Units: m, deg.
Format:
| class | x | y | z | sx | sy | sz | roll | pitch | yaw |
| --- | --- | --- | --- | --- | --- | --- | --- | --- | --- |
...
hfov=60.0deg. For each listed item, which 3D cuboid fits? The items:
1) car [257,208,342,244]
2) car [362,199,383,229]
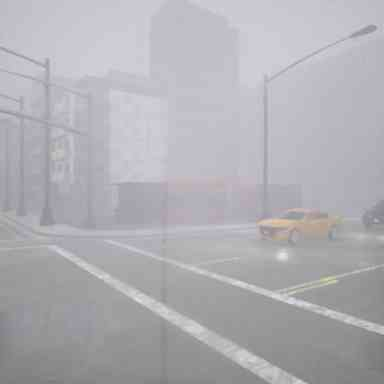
| class | x | y | z | sx | sy | sz | roll | pitch | yaw |
| --- | --- | --- | --- | --- | --- | --- | --- | --- | --- |
| car | 5.385 | 1.581 | 16.426 | 5.008 | 1.535 | 1.882 | 1 | 0 | -35 |
| car | 13.717 | 1.463 | 22.371 | 5.566 | 2.045 | 2.150 | 1 | -1 | -36 |
